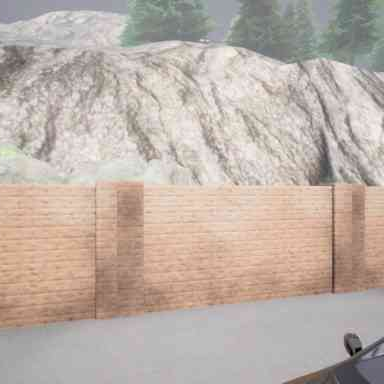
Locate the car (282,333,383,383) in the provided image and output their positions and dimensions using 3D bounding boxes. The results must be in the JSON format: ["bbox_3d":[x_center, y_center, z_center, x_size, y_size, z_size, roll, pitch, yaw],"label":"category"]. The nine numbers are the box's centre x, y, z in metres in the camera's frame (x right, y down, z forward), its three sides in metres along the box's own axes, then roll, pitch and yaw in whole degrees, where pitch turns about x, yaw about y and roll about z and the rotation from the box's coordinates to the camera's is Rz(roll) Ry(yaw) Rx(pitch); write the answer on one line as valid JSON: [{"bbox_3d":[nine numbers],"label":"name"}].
[{"bbox_3d":[2.207,1.492,1.887,4.902,1.511,2.128,0,0,-18],"label":"car"}]
